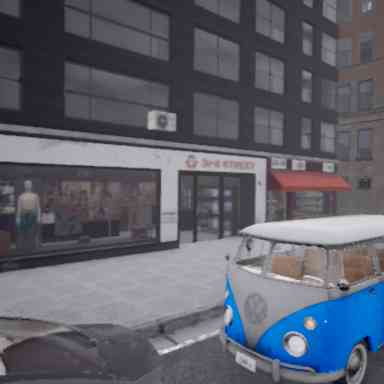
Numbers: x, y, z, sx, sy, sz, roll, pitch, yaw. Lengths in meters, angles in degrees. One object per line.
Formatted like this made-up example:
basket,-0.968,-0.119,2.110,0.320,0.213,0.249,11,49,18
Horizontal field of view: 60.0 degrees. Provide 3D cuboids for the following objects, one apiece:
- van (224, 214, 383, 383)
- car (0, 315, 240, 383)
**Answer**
van,2.215,1.273,4.849,3.998,1.788,1.690,0,1,-39
car,-2.078,1.497,1.410,4.403,1.369,2.008,0,1,-39
